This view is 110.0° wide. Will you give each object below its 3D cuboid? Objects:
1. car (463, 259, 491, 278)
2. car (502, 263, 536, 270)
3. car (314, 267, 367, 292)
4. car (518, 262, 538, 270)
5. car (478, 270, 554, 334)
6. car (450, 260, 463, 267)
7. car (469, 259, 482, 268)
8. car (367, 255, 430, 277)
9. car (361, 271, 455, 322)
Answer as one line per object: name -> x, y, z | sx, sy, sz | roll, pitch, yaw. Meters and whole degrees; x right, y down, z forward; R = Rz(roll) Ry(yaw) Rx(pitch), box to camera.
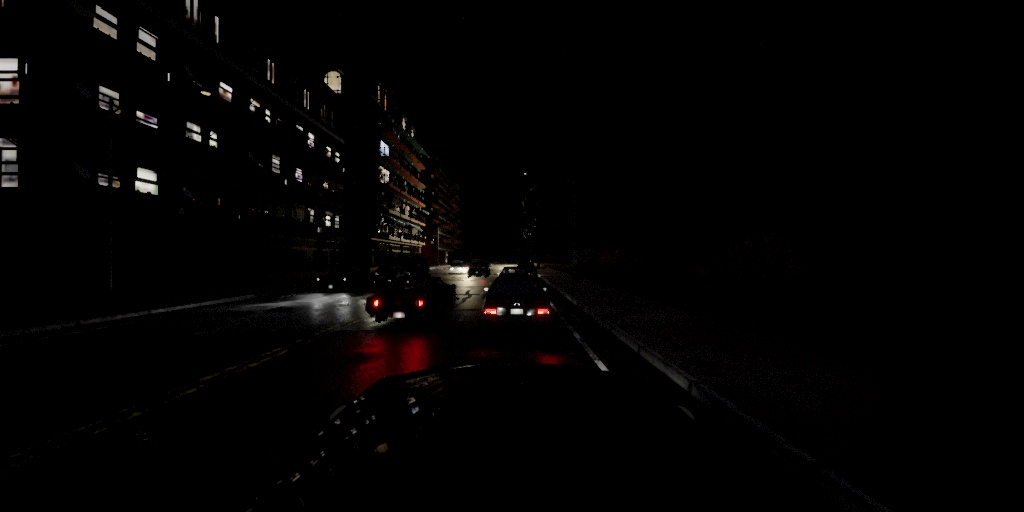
car -> -3.132, 1.251, 34.646 | 2.128, 1.511, 4.902 | 0, 0, 0
car -> 0.110, 1.303, 20.974 | 2.033, 1.411, 5.357 | 0, 0, 0
car -> -9.839, 1.357, 21.677 | 1.895, 1.301, 4.718 | 0, 0, 0
car -> 1.154, 1.263, 30.741 | 1.837, 1.490, 4.892 | 0, 0, 0
car -> 0.107, 1.300, 10.612 | 2.033, 1.411, 5.357 | 0, 0, 0
car -> -9.766, 1.362, 64.045 | 1.895, 1.301, 4.718 | 0, 0, 1
car -> -6.518, 1.265, 64.825 | 1.837, 1.490, 4.892 | 0, 0, 0
car -> -6.589, 0.977, 22.102 | 2.150, 2.045, 5.566 | 0, 0, 0
car -> -3.146, 1.354, 12.235 | 1.895, 1.301, 4.718 | 0, 0, 0
